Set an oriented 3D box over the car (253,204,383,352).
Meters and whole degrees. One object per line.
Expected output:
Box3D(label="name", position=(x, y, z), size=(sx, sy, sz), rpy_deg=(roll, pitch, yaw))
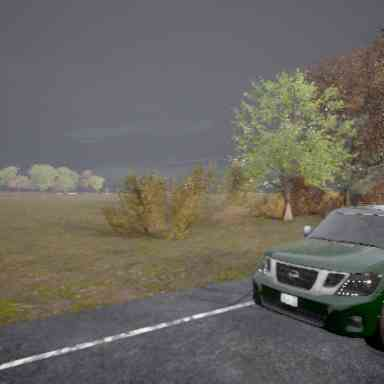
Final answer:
Box3D(label="car", position=(3.739, 1.284, 6.568), size=(5.566, 2.045, 2.150), rpy_deg=(0, 0, -35))
